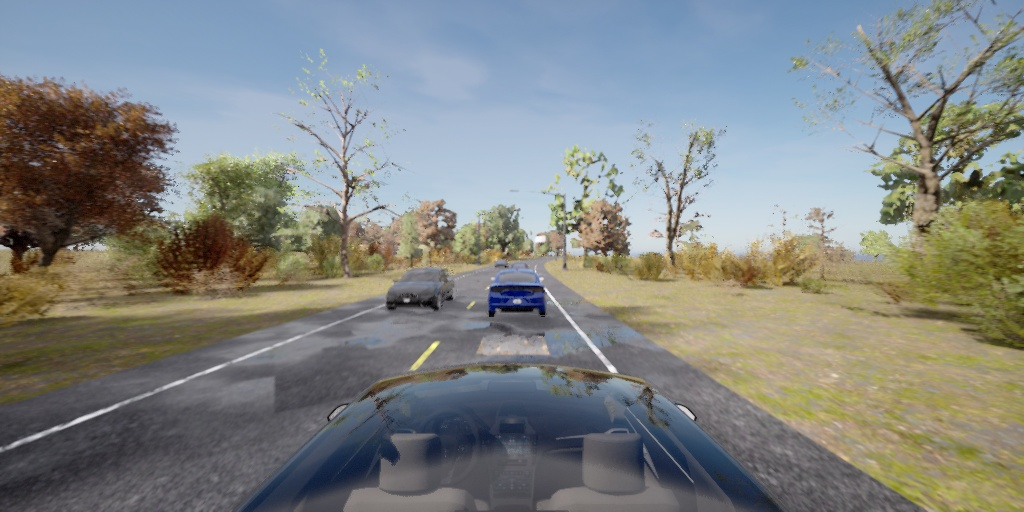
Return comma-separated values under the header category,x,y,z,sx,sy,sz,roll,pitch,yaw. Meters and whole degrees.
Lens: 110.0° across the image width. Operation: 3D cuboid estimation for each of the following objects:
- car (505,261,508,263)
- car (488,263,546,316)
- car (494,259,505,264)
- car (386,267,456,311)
category,x,y,z,sx,sy,sz,roll,pitch,yaw
car,0.677,1.267,31.444,1.994,1.385,4.181,0,0,2
car,0.193,1.209,13.301,1.882,1.535,5.008,0,0,1
car,-1.661,1.210,56.411,2.033,1.411,5.357,0,0,5
car,-3.480,1.233,14.414,1.837,1.490,4.892,0,0,1
